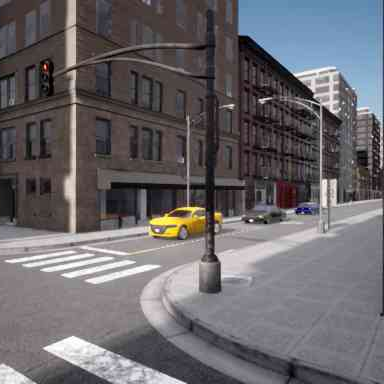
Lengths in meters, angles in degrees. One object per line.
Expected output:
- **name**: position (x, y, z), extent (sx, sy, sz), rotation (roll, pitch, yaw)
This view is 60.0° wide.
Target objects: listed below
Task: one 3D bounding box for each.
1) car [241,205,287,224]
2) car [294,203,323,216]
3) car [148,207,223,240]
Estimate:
- **car**: position (5.869, 1.707, 26.426), extent (2.033, 1.411, 5.357), rotation (0, 0, 36)
- **car**: position (12.635, 1.826, 35.896), extent (1.895, 1.301, 4.718), rotation (0, 0, 36)
- **car**: position (-0.214, 1.576, 17.895), extent (1.882, 1.535, 5.008), rotation (0, 0, 35)
